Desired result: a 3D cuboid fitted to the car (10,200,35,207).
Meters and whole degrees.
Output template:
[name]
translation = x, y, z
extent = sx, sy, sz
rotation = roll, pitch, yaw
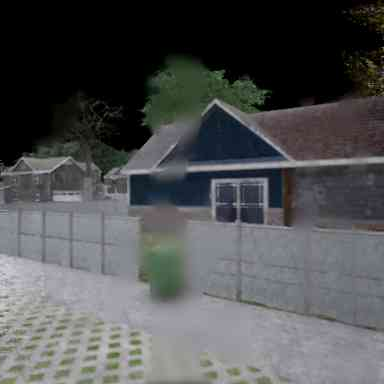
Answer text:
[car]
translation = -16.364, 1.467, 31.530
extent = 1.994, 1.385, 4.181
rotation = 0, 0, 31
